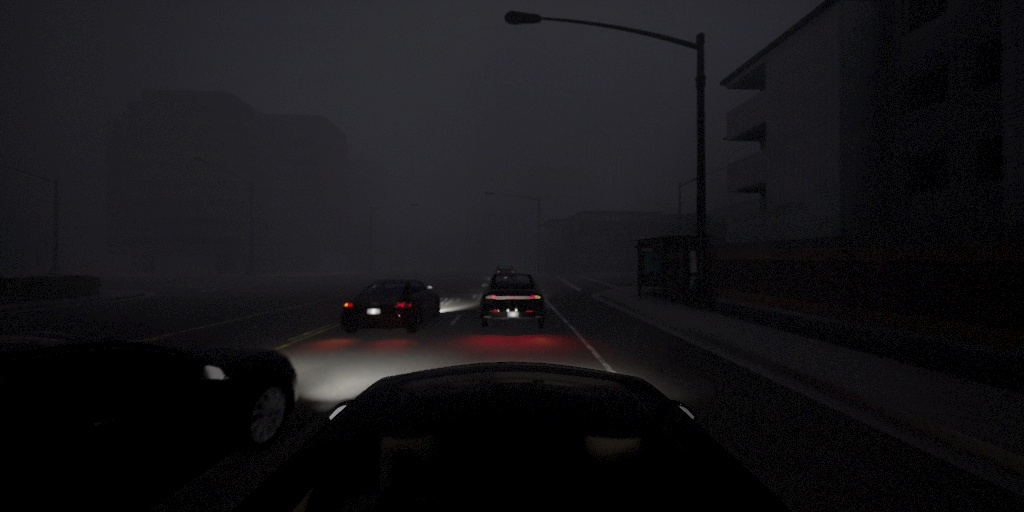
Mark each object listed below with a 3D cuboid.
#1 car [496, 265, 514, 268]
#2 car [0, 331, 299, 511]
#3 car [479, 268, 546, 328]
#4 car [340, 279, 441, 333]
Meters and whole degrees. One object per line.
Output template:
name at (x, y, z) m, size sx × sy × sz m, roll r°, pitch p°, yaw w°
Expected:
car at (-0.628, 1.479, 30.382) m, size 2.128 × 1.511 × 4.902 m, roll 0°, pitch -1°, yaw -3°
car at (-3.442, 1.259, 2.285) m, size 1.837 × 1.490 × 4.892 m, roll 0°, pitch -1°, yaw 0°
car at (-0.001, 1.314, 11.675) m, size 2.128 × 1.511 × 4.902 m, roll 0°, pitch -1°, yaw -1°
car at (-3.498, 1.383, 11.063) m, size 1.994 × 1.385 × 4.181 m, roll 0°, pitch 0°, yaw 0°
